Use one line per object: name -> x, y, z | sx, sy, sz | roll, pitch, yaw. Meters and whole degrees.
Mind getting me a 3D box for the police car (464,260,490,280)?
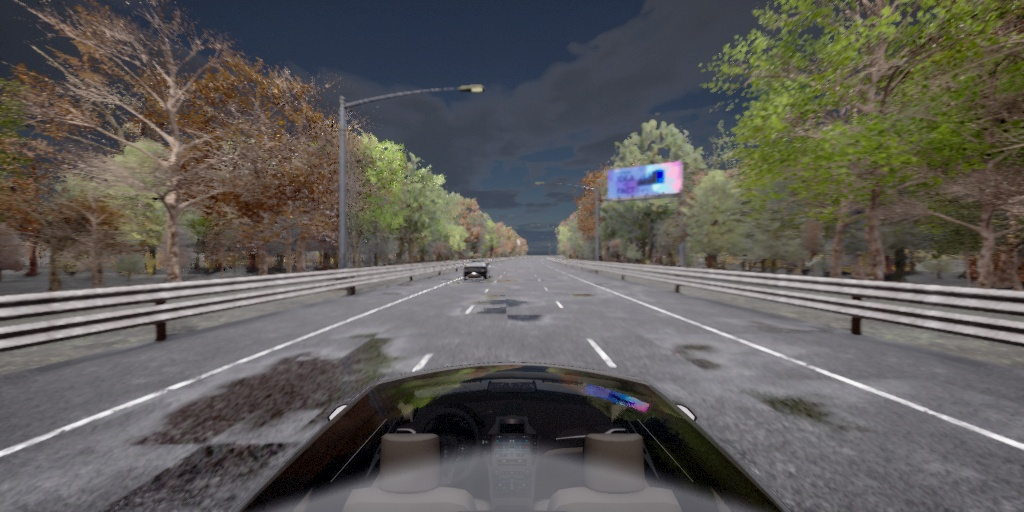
police car -> -2.965, 1.203, 31.305 | 1.930, 1.638, 5.238 | 0, 0, 1
